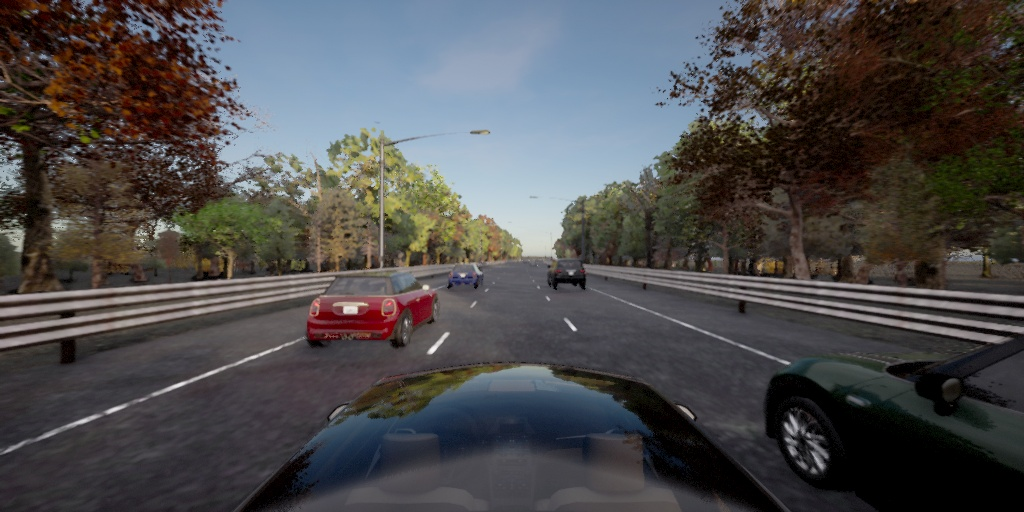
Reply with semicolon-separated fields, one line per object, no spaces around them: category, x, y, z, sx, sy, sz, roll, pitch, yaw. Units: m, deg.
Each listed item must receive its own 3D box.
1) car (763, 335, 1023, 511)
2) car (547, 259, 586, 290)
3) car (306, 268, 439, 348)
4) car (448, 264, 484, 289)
car;3.587;1.103;1.759;2.097;1.767;4.553;0;-1;0
car;3.746;1.205;25.175;2.150;2.045;5.566;0;-1;1
car;-3.378;1.179;9.654;2.097;1.767;4.553;0;-1;0
car;-3.244;1.341;25.912;2.097;1.767;4.553;0;-1;1
